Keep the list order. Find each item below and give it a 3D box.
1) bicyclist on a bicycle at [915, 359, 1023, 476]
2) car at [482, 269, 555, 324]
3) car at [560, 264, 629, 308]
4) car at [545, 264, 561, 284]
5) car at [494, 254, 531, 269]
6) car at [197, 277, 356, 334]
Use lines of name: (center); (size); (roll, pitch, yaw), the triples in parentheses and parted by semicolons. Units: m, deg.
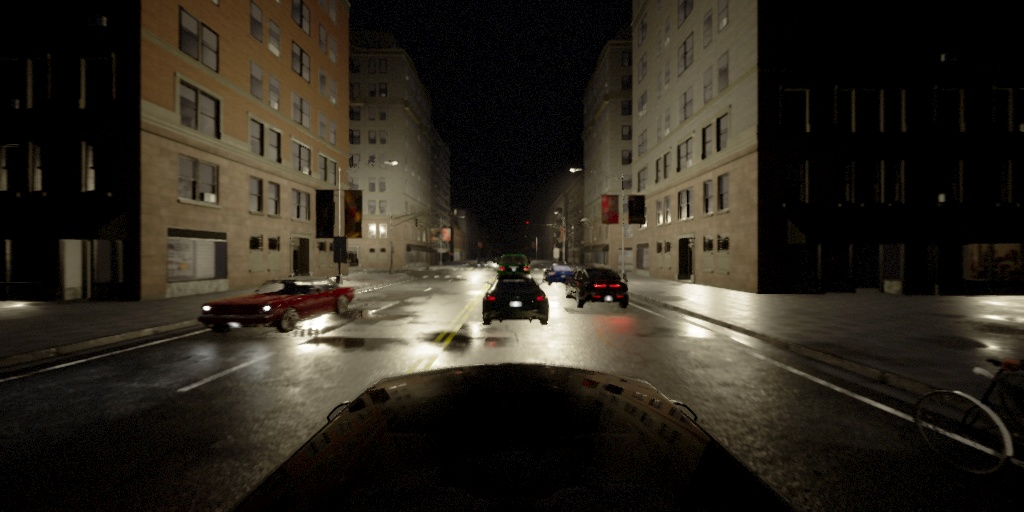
bicyclist on a bicycle: (4.144, 1.117, 2.782); (0.659, 1.776, 1.843); (0, 0, 0)
car: (0.106, 1.284, 11.809); (1.994, 1.385, 4.181); (0, 0, 0)
car: (3.355, 1.216, 14.861); (1.837, 1.490, 4.892); (0, 0, 0)
car: (3.266, 1.247, 24.815); (1.994, 1.385, 4.181); (0, 0, 0)
car: (0.116, 0.906, 24.669); (2.150, 2.045, 5.566); (0, 0, 0)
car: (-6.592, 1.324, 10.738); (1.895, 1.301, 4.718); (0, 0, 0)
